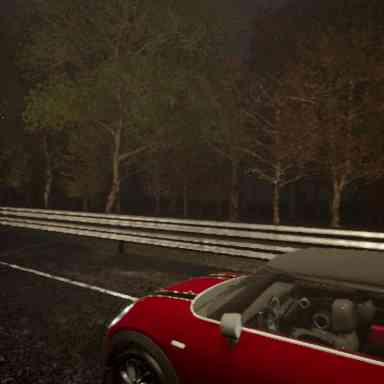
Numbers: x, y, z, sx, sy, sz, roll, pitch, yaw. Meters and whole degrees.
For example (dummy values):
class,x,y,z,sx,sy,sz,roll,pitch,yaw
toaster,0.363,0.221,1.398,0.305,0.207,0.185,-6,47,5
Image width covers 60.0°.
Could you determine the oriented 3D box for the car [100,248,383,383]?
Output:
class,x,y,z,sx,sy,sz,roll,pitch,yaw
car,1.221,1.347,3.135,4.553,1.767,2.097,1,0,36
